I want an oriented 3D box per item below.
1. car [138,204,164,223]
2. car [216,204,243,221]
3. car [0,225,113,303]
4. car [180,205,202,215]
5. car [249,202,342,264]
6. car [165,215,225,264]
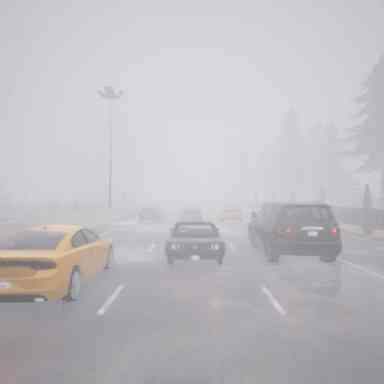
[{"bbox_3d":[-3.551,1.823,29.152,2.128,1.511,4.902,0,-1,-2],"label":"car"},{"bbox_3d":[3.380,1.828,30.730,1.882,1.535,5.008,0,-1,-2],"label":"car"},{"bbox_3d":[-3.402,1.575,8.523,1.882,1.535,5.008,0,-1,0],"label":"car"},{"bbox_3d":[-0.115,1.870,30.211,1.812,1.442,4.674,0,-1,-3],"label":"car"},{"bbox_3d":[3.601,1.366,12.597,2.150,2.045,5.566,0,-1,0],"label":"car"},{"bbox_3d":[0.100,1.743,12.430,1.895,1.301,4.718,0,-1,0],"label":"car"}]
